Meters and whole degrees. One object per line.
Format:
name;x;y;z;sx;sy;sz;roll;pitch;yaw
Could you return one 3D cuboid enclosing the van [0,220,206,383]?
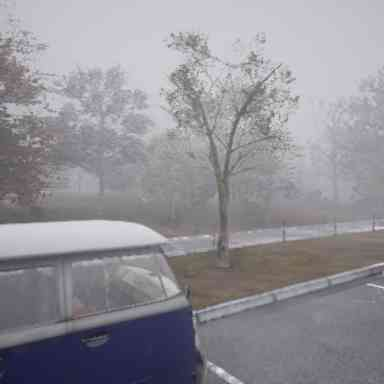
van;-1.907;1.280;2.690;4.442;1.987;1.878;0;0;-33
